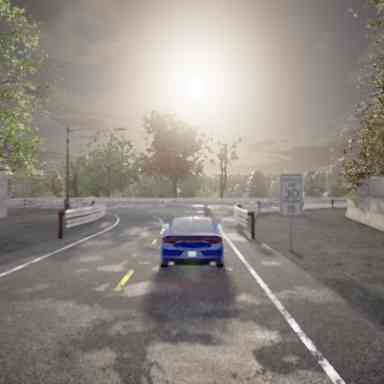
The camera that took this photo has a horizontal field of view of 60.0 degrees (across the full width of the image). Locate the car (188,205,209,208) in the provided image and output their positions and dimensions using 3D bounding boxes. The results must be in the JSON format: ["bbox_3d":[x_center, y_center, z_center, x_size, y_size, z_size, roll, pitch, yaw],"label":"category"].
[{"bbox_3d":[0.504,1.670,25.152,2.033,1.411,5.357,0,0,9],"label":"car"}]

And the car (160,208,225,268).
[{"bbox_3d":[0.032,1.534,11.487,1.882,1.535,5.008,0,0,1],"label":"car"}]
